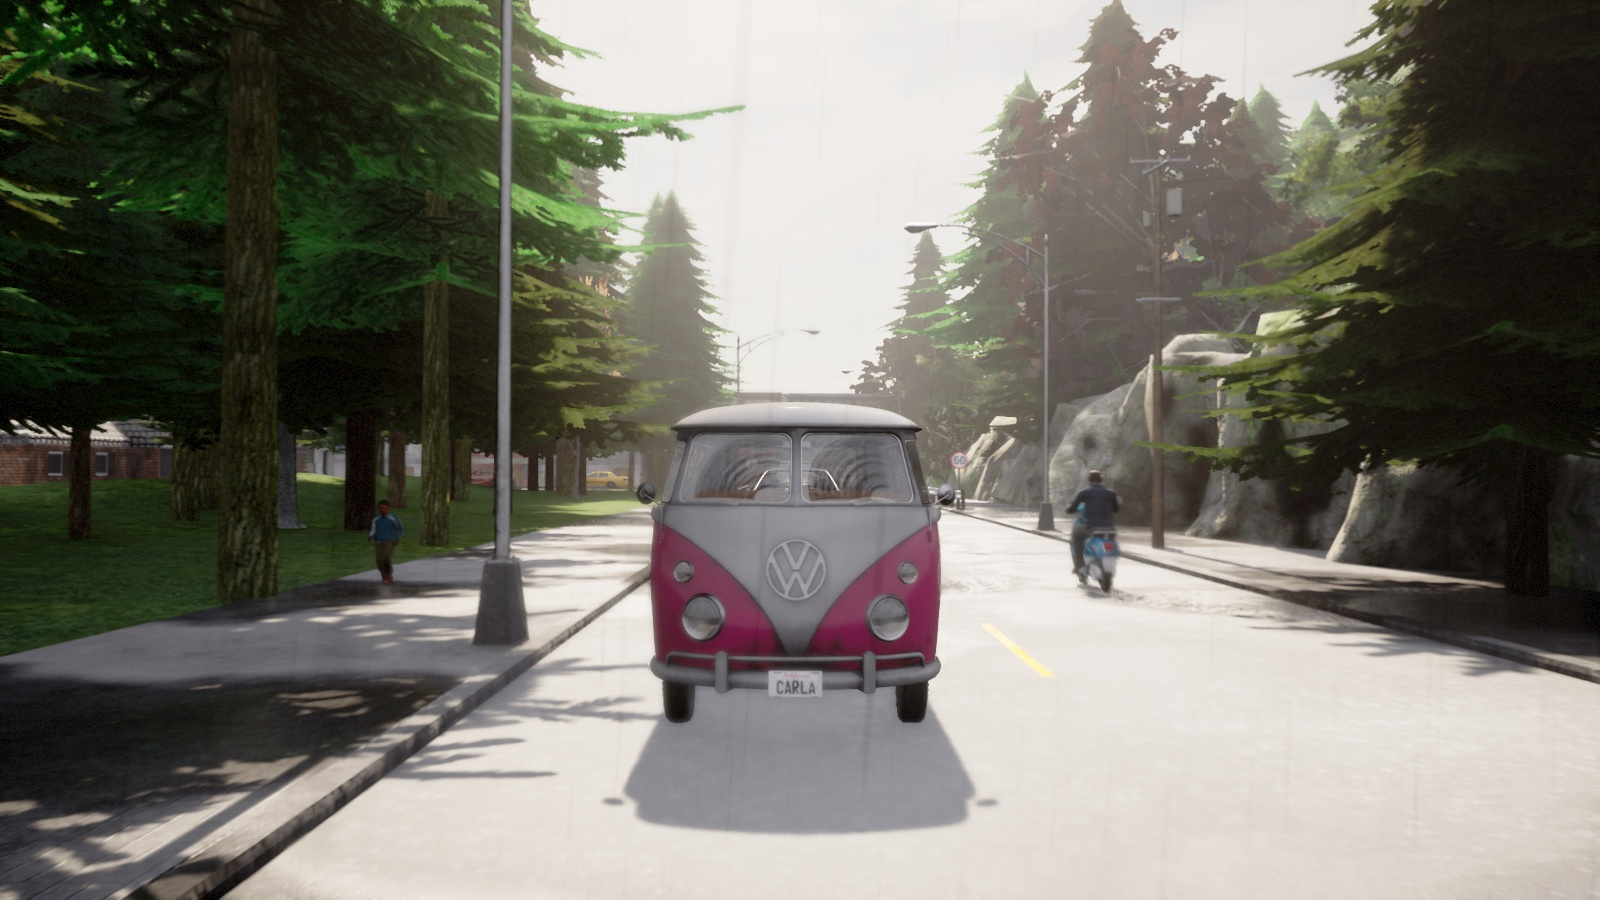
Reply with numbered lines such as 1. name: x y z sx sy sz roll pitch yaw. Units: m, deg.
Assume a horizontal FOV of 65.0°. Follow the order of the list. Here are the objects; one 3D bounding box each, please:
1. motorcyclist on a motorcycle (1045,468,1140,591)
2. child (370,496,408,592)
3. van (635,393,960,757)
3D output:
1. motorcyclist on a motorcycle: 3.959 1.039 17.139 0.866 1.590 1.817 0 -1 0
2. child: -5.250 1.194 16.059 0.343 1.192 0.448 0 -1 0
3. van: -0.023 0.720 9.116 1.775 1.987 4.442 0 -1 0
